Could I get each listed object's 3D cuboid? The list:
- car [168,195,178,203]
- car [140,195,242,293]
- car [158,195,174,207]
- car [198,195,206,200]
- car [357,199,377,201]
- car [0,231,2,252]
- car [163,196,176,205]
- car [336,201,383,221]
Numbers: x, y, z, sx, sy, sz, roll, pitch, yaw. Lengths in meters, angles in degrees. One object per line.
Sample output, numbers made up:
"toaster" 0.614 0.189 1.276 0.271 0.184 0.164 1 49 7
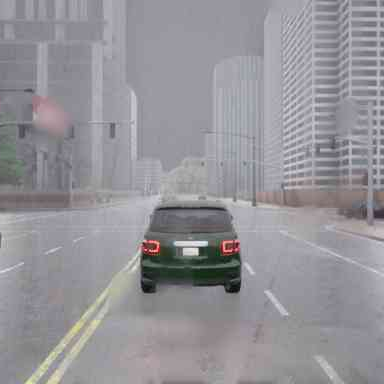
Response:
"car" -4.105 1.500 72.166 1.837 1.490 4.892 0 0 0
"car" -0.021 1.221 8.980 2.150 2.045 5.566 0 0 0
"car" -4.026 1.352 52.238 2.097 1.767 4.553 0 0 0
"car" 2.737 1.500 90.590 1.837 1.490 4.892 0 0 0
"car" 19.466 1.547 37.347 5.357 1.411 2.033 0 0 -1
"car" -7.151 1.505 9.007 1.837 1.490 4.892 0 0 0
"car" -4.082 1.547 61.861 2.033 1.411 5.357 0 0 0
"car" 14.246 1.601 26.573 4.718 1.301 1.895 0 0 -1
